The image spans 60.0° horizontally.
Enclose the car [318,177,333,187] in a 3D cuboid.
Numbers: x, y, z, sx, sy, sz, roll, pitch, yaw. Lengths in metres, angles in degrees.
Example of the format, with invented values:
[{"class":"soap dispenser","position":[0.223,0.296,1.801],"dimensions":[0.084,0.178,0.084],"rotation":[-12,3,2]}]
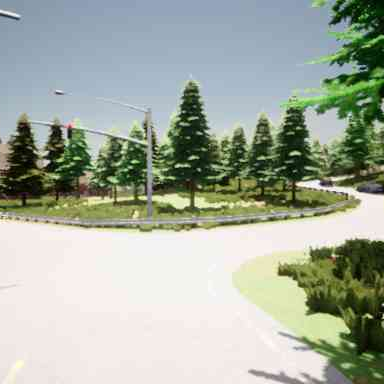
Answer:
[{"class":"car","position":[22.547,-1.757,56.256],"dimensions":[1.837,1.490,4.892],"rotation":[0,5,14]}]

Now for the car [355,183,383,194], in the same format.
[{"class":"car","position":[22.358,-0.475,41.728],"dimensions":[1.994,1.385,4.181],"rotation":[0,4,-5]}]
